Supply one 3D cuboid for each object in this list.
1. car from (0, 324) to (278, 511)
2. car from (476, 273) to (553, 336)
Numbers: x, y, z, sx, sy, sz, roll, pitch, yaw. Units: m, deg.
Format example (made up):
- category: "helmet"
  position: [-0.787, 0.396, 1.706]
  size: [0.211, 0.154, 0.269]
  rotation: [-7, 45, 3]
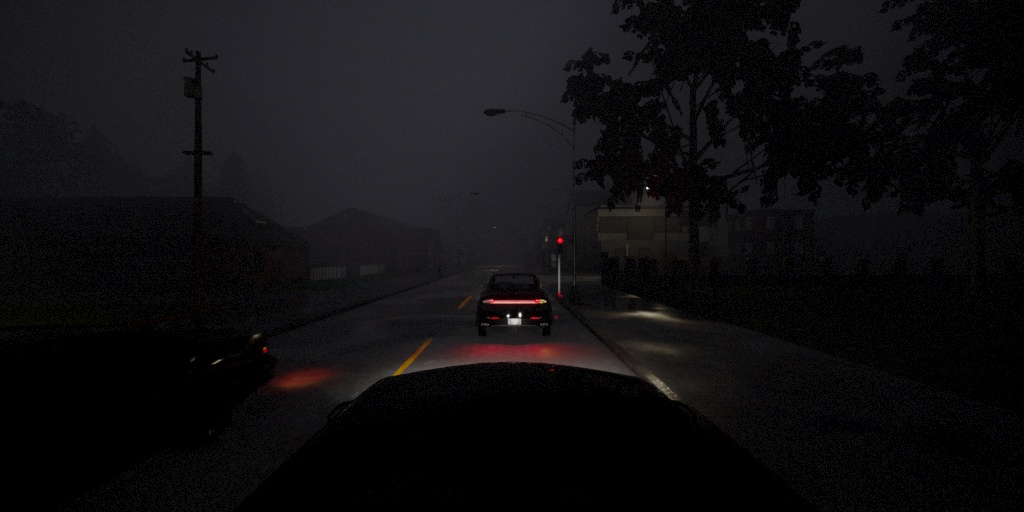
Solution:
- category: "car"
  position: [-4.095, 1.297, 2.482]
  size: [2.033, 1.411, 5.357]
  rotation: [0, 0, 0]
- category: "car"
  position: [0.060, 1.242, 10.376]
  size: [2.128, 1.511, 4.902]
  rotation: [0, 0, 0]
